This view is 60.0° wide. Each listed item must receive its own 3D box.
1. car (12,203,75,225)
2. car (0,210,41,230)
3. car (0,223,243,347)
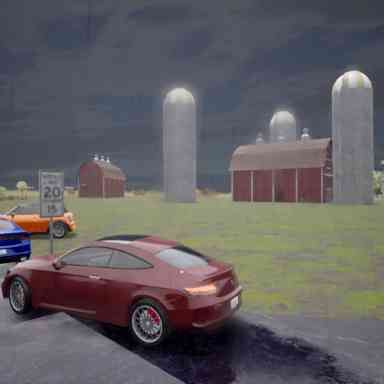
[{"bbox_3d":[-8.337,1.371,16.810,4.553,1.767,2.097,0,0,-15],"label":"car"},{"bbox_3d":[-6.957,1.481,10.741,5.008,1.535,1.882,0,0,43],"label":"car"},{"bbox_3d":[-1.398,1.529,6.173,4.674,1.442,1.812,0,0,27],"label":"car"}]
